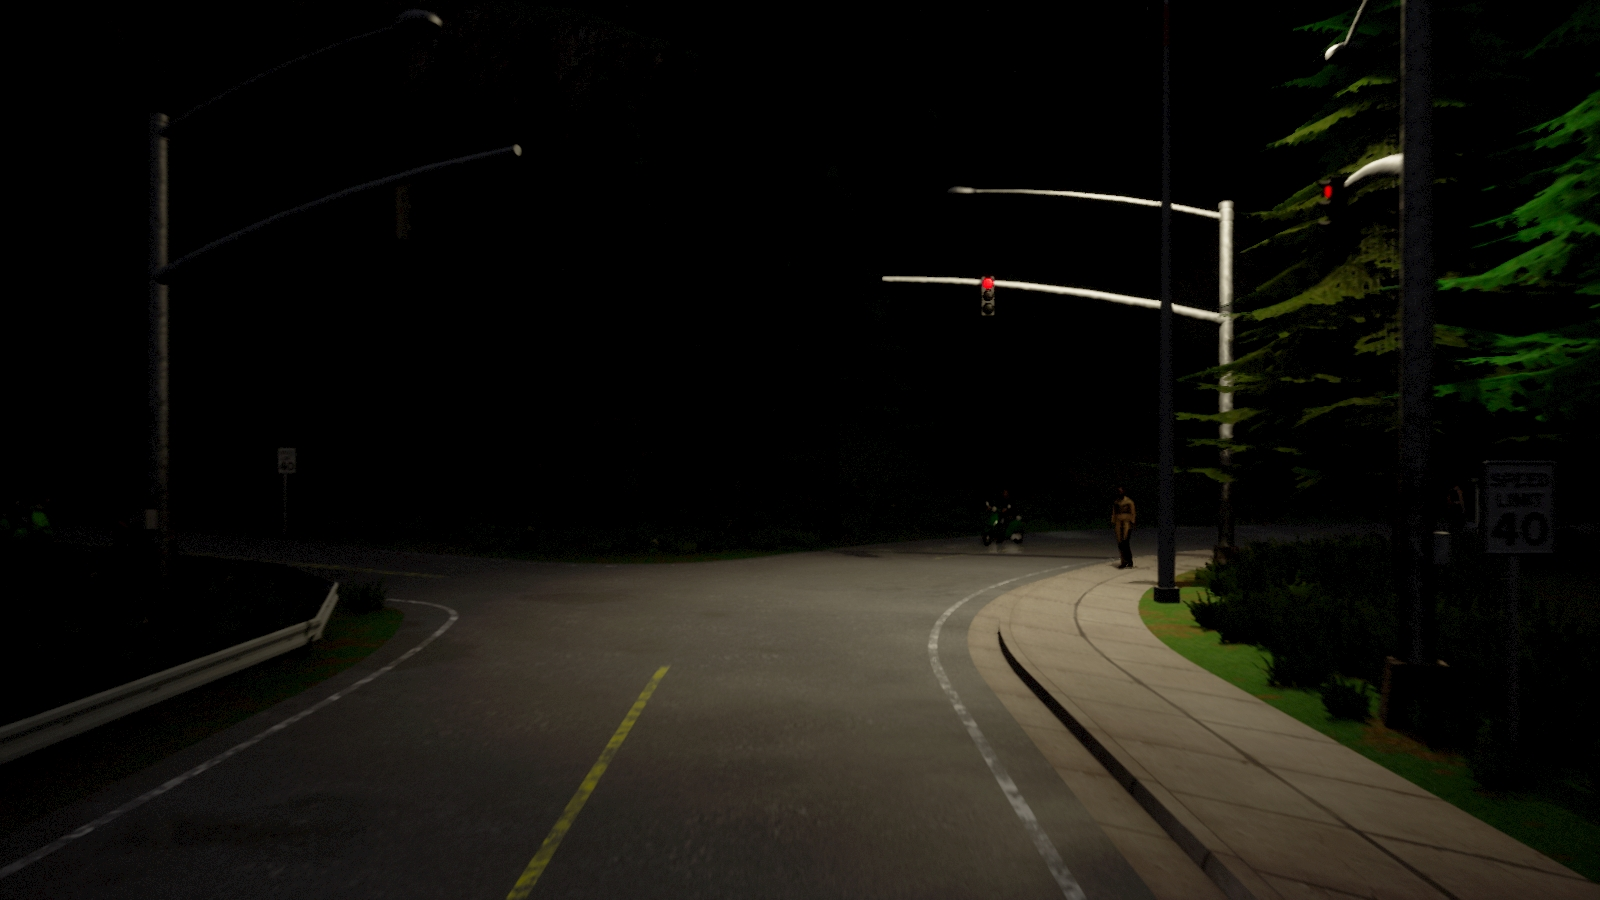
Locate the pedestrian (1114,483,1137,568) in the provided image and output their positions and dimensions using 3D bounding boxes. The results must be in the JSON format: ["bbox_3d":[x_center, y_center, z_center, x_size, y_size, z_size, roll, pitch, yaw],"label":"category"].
[{"bbox_3d":[7.230,1.664,25.397,0.375,1.860,0.375,0,0,41],"label":"pedestrian"}]

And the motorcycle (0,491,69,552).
[{"bbox_3d":[-19.006,1.736,27.979,1.805,1.316,0.856,3,1,16],"label":"motorcycle"}]

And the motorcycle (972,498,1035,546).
[{"bbox_3d":[6.008,2.105,33.697,1.805,1.316,0.856,0,0,-37],"label":"motorcycle"}]

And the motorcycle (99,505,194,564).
[{"bbox_3d":[-15.230,1.954,26.621,2.033,1.199,0.803,2,1,22],"label":"motorcycle"}]
